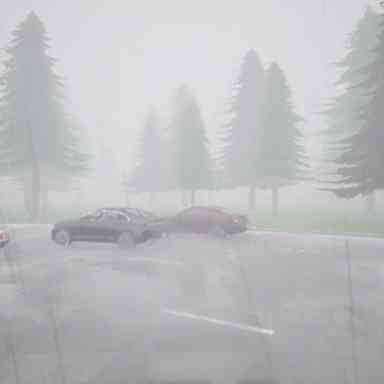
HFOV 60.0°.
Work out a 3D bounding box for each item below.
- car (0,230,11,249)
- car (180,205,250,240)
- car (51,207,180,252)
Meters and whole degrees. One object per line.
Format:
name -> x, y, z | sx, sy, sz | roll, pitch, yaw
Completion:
car -> -8.593, 1.530, 10.962 | 4.718, 1.301, 1.895 | 0, 1, 14
car -> 0.317, 1.326, 15.407 | 4.674, 1.442, 1.812 | 0, 1, 24
car -> -3.262, 1.351, 13.044 | 4.902, 1.511, 2.128 | 0, 1, 22
